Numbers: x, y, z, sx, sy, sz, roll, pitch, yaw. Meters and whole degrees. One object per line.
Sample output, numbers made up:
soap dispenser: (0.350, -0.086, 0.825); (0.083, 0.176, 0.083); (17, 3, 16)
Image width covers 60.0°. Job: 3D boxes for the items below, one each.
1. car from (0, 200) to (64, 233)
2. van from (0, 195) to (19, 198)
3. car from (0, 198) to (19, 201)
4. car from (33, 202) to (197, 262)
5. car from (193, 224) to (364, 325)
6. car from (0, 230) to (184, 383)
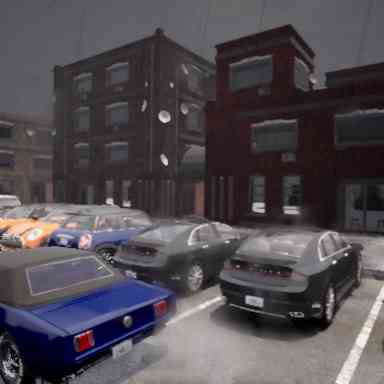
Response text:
car: (-4.319, 1.290, 12.080); (2.185, 1.767, 4.553); (0, 0, 36)
van: (-11.136, 1.149, 16.766); (1.878, 1.987, 4.442); (0, 0, 36)
car: (-6.563, 1.275, 13.682); (2.185, 1.767, 4.553); (0, 0, 36)
car: (-2.111, 1.305, 10.426); (2.185, 1.767, 4.553); (0, 0, 36)
car: (2.390, 1.466, 7.243); (2.231, 1.521, 4.892); (0, 0, 36)
car: (-2.627, 1.567, 5.255); (4.718, 1.301, 1.895); (0, 0, 36)
